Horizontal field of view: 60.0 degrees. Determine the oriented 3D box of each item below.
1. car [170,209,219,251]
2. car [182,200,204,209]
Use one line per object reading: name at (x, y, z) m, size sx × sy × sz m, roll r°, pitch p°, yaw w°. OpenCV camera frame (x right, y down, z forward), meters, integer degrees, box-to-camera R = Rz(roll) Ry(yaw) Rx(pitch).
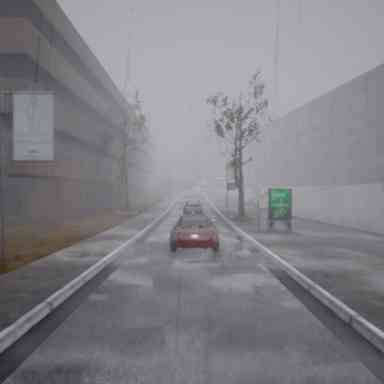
car at (0.101, 1.666, 14.607) m, size 1.994 × 1.385 × 4.181 m, roll 0°, pitch 0°, yaw 0°
car at (0.103, 1.538, 31.678) m, size 2.128 × 1.511 × 4.902 m, roll 0°, pitch 1°, yaw 0°
